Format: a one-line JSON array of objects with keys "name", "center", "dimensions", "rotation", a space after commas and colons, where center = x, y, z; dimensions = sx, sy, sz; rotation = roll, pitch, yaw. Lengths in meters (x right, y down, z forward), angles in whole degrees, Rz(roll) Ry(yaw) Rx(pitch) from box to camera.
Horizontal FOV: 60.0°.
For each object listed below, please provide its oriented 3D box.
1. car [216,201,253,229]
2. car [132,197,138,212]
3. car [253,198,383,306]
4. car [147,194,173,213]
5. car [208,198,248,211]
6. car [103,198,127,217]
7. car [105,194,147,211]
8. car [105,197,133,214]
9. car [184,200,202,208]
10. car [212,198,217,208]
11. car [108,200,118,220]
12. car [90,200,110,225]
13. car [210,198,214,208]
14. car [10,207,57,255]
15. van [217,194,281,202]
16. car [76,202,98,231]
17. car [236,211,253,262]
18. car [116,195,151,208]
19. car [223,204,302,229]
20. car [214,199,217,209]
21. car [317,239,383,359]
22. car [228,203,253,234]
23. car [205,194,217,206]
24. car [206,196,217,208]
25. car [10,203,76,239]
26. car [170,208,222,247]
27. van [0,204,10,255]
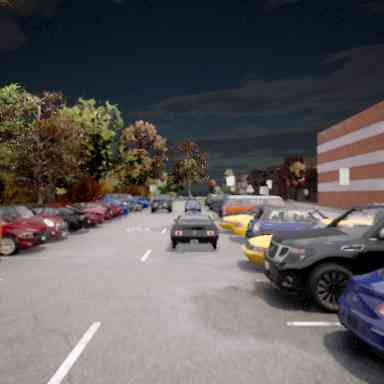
[{"name": "car", "center": [4.227, 1.490, 18.520], "dimensions": [5.366, 1.575, 1.946], "rotation": [0, 0, 0]}, {"name": "car", "center": [-8.154, 1.502, 32.566], "dimensions": [4.892, 1.521, 2.231], "rotation": [0, 0, 0]}, {"name": "car", "center": [4.386, 1.234, 7.217], "dimensions": [5.566, 2.045, 2.435], "rotation": [0, 0, 0]}, {"name": "car", "center": [-3.276, 1.249, 37.305], "dimensions": [2.150, 2.045, 5.566], "rotation": [0, 0, 0]}, {"name": "car", "center": [4.412, 1.542, 41.127], "dimensions": [4.674, 1.452, 2.002], "rotation": [0, 0, 0]}, {"name": "car", "center": [-8.152, 1.497, 26.919], "dimensions": [5.008, 1.535, 2.097], "rotation": [0, 0, 0]}, {"name": "car", "center": [-8.135, 1.250, 40.913], "dimensions": [5.566, 2.045, 2.435], "rotation": [0, 0, 0]}, {"name": "car", "center": [-8.152, 1.499, 29.742], "dimensions": [5.008, 1.535, 2.097], "rotation": [0, 0, 0]}, {"name": "car", "center": [0.096, 1.570, 37.648], "dimensions": [2.033, 1.411, 5.357], "rotation": [0, 0, 0]}, {"name": "car", "center": [4.408, 1.540, 29.823], "dimensions": [4.674, 1.452, 2.002], "rotation": [0, 0, 0]}, {"name": "car", "center": [-8.186, 1.525, 24.095], "dimensions": [4.792, 1.488, 2.163], "rotation": [0, 0, 0]}, {"name": "car", "center": [-8.161, 1.494, 21.147], "dimensions": [5.008, 1.535, 2.097], "rotation": [0, 0, 0]}, {"name": "car", "center": [4.413, 1.542, 32.649], "dimensions": [4.674, 1.452, 2.002], "rotation": [0, 0, 0]}, {"name": "car", "center": [-8.160, 1.488, 12.676], "dimensions": [5.008, 1.535, 2.097], "rotation": [0, 0, 0]}, {"name": "van", "center": [4.295, 1.271, 24.171], "dimensions": [4.442, 1.987, 1.878], "rotation": [0, 0, 0]}, {"name": "car", "center": [-8.151, 1.492, 18.323], "dimensions": [5.008, 1.535, 2.097], "rotation": [0, 0, 0]}, {"name": "car", "center": [4.228, 1.484, 10.043], "dimensions": [5.366, 1.575, 1.946], "rotation": [0, 0, 0]}, {"name": "car", "center": [-8.101, 1.363, 46.693], "dimensions": [4.553, 1.767, 2.185], "rotation": [0, -1, 0]}, {"name": "car", "center": [4.415, 1.535, 21.345], "dimensions": [4.674, 1.452, 2.002], "rotation": [0, 0, 0]}, {"name": "car", "center": [4.441, 1.528, 26.997], "dimensions": [4.792, 1.488, 2.163], "rotation": [0, 0, 0]}, {"name": "car", "center": [4.412, 1.523, 4.391], "dimensions": [4.674, 1.452, 2.002], "rotation": [0, 0, 0]}, {"name": "car", "center": [4.598, 1.488, 15.694], "dimensions": [5.366, 1.575, 1.946], "rotation": [0, 0, 0]}, {"name": "car", "center": [4.438, 1.248, 43.952], "dimensions": [5.566, 2.045, 2.435], "rotation": [0, 0, 0]}, {"name": "car", "center": [4.415, 1.503, 38.299], "dimensions": [5.008, 1.535, 2.097], "rotation": [0, 0, 0]}, {"name": "car", "center": [-8.186, 1.364, 15.500], "dimensions": [4.553, 1.767, 2.185], "rotation": [0, 0, 0]}, {"name": "car", "center": [0.098, 1.611, 14.945], "dimensions": [1.895, 1.301, 4.718], "rotation": [0, 0, 0]}, {"name": "van", "center": [-8.270, 1.260, 9.979], "dimensions": [4.442, 1.987, 1.878], "rotation": [0, 0, 0]}]
